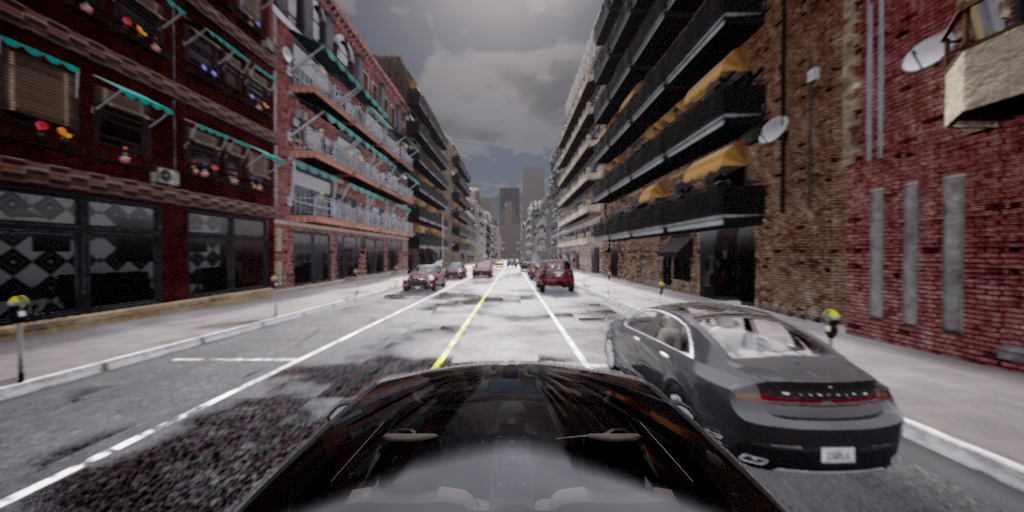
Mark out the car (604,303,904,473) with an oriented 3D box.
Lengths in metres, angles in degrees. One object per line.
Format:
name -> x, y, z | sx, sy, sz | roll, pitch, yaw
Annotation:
car -> 2.532, 1.312, 4.958 | 2.007, 1.370, 4.403 | 0, 0, 0

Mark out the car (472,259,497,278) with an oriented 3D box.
car -> -2.841, 1.353, 35.635 | 1.882, 1.535, 5.008 | 0, 0, 0

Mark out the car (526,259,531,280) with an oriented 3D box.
car -> 2.570, 1.306, 33.279 | 1.967, 1.591, 4.097 | 0, 0, 0

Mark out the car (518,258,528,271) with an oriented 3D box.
car -> 2.230, 1.453, 54.598 | 1.837, 1.490, 4.892 | 0, 0, 0

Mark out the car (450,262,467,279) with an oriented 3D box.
car -> -5.316, 1.307, 33.487 | 1.967, 1.591, 4.097 | 0, 0, 0

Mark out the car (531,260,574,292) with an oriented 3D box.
car -> 2.554, 1.138, 21.951 | 2.192, 1.841, 5.009 | 0, 0, 0

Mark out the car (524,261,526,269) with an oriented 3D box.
car -> 2.565, 1.470, 38.943 | 1.802, 1.307, 4.207 | 0, 0, 0

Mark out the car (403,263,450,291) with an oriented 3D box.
car -> -5.316, 1.264, 22.185 | 1.967, 1.591, 4.097 | 0, 0, 0
